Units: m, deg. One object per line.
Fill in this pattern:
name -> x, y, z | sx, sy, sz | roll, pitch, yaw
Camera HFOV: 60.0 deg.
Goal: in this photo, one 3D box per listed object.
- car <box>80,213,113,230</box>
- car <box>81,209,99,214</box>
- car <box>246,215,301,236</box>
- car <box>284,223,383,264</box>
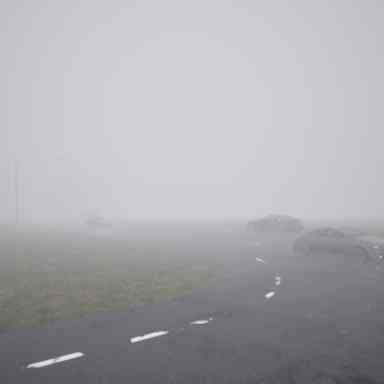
car -> -11.200, 3.600, 39.267 | 2.033, 1.411, 5.357 | -1, -2, -36
car -> -19.241, 4.242, 62.670 | 2.150, 2.045, 5.566 | -1, -2, -35
car -> 6.411, 2.560, 26.436 | 2.128, 1.511, 4.902 | -1, -2, -35
car -> 6.424, 2.211, 14.327 | 1.994, 1.385, 4.181 | 1, -4, -35
